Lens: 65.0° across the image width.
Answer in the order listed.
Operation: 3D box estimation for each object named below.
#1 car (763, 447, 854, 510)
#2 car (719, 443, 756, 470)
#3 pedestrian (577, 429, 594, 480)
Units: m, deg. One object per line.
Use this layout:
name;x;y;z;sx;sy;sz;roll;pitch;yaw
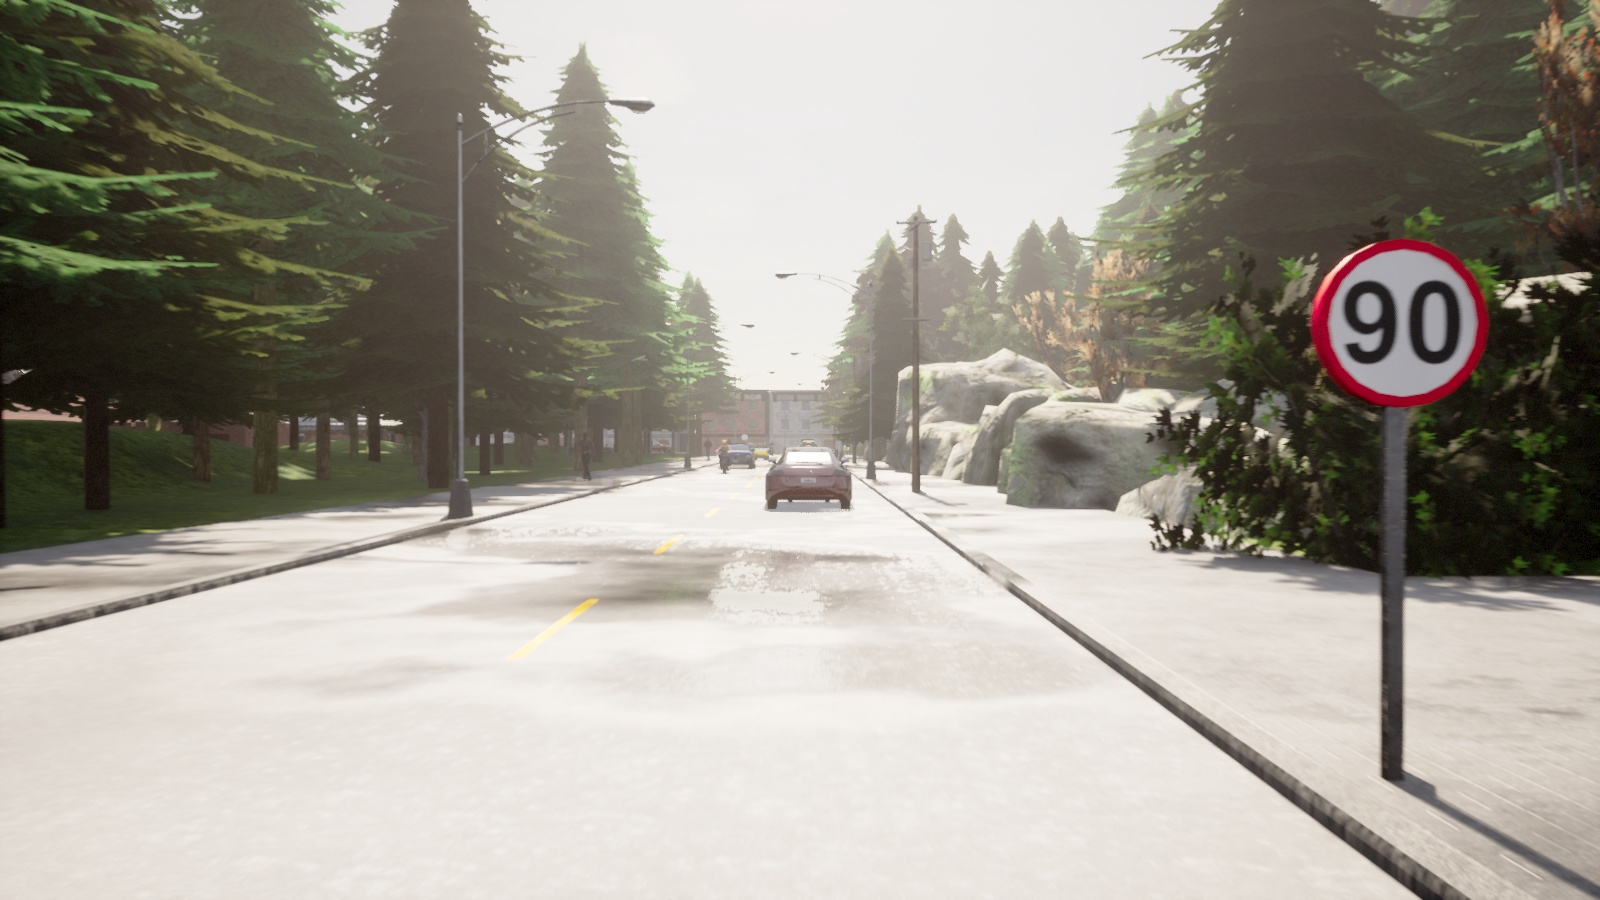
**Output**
car;0.204;0.625;29.773;1.994;1.385;4.181;0;0;0
car;-3.508;0.329;70.736;1.812;1.442;4.674;0;1;0
pedestrian;-7.723;0.168;45.201;0.328;1.805;0.869;0;0;11
